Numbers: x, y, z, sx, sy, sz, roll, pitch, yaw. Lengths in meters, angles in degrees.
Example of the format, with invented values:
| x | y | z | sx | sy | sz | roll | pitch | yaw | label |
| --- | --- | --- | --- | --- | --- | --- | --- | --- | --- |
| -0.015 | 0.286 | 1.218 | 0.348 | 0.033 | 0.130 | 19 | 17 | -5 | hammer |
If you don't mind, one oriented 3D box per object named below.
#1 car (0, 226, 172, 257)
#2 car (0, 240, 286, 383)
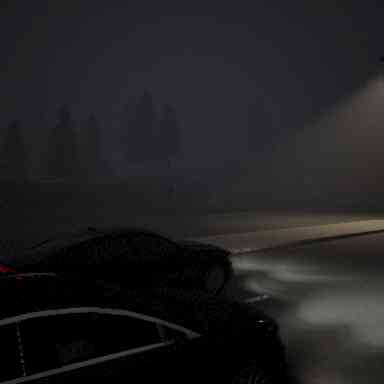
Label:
| x | y | z | sx | sy | sz | roll | pitch | yaw | label |
| --- | --- | --- | --- | --- | --- | --- | --- | --- | --- |
| -1.346 | 1.478 | 7.085 | 5.008 | 1.535 | 1.882 | 0 | 0 | -36 | car |
| -1.228 | 1.490 | 2.870 | 4.902 | 1.511 | 2.128 | 0 | 0 | -36 | car |
